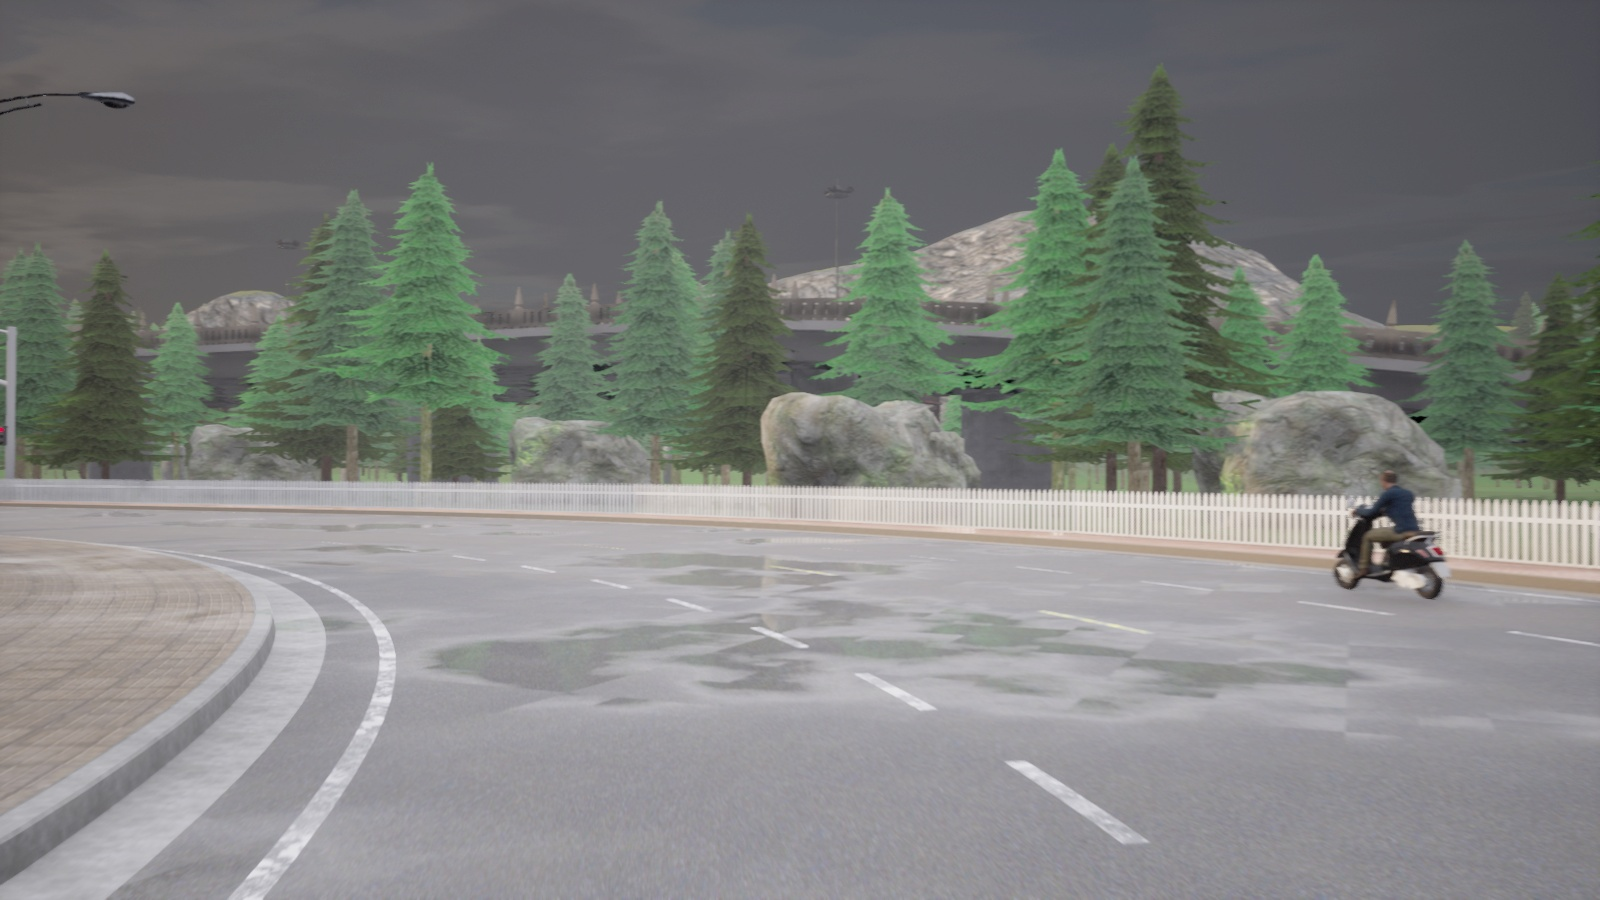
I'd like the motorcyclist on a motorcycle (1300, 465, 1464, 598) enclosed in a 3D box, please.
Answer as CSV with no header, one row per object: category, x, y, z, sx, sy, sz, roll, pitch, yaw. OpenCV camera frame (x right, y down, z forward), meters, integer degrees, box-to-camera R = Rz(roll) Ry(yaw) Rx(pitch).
motorcyclist on a motorcycle,7.447,1.001,16.170,0.866,1.590,1.817,0,-1,-20
